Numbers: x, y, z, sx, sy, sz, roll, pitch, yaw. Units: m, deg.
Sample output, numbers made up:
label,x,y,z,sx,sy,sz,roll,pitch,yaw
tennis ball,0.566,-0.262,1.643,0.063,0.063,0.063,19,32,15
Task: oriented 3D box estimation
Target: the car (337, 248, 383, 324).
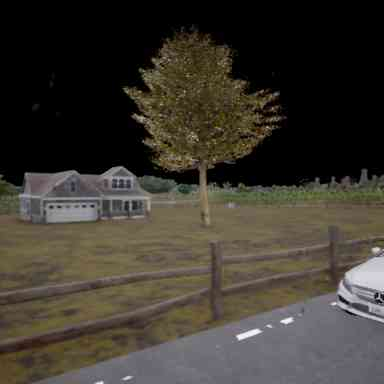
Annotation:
label,x,y,z,sx,sy,sz,roll,pitch,yaw
car,4.745,1.547,6.426,4.674,1.442,1.812,0,0,-35
